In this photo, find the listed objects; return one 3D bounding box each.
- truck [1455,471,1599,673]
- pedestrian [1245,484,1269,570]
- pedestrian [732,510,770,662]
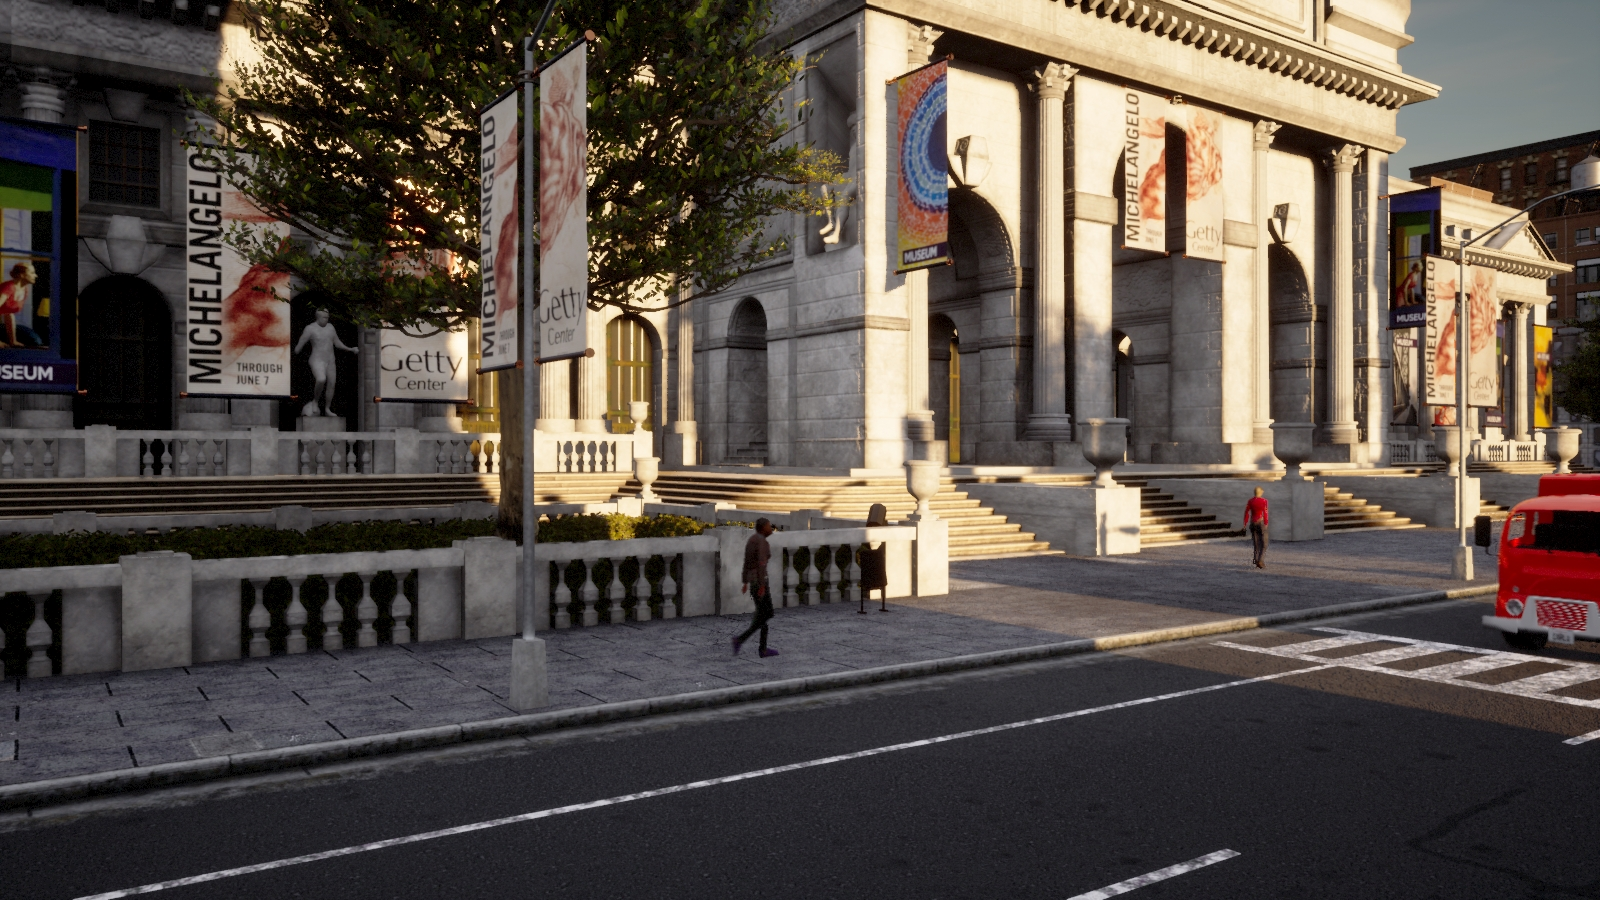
[{"bbox_3d":[11.934,1.568,16.161,5.204,2.467,2.627,0,0,-34],"label":"truck"},{"bbox_3d":[10.120,1.696,25.297,0.375,1.860,0.375,0,0,43],"label":"pedestrian"},{"bbox_3d":[-0.618,1.696,14.390,0.375,1.860,0.375,0,0,-24],"label":"pedestrian"}]
